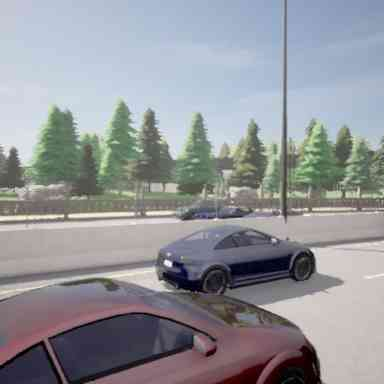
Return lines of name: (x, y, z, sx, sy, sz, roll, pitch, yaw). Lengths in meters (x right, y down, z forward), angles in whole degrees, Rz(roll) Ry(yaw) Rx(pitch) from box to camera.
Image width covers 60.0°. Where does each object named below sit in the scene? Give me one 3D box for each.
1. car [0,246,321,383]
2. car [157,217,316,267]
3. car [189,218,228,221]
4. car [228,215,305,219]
car: (-0.726, 1.555, 3.045, 4.181, 1.385, 1.994, 0, 0, -34)
car: (1.180, 1.549, 8.414, 4.181, 1.385, 1.994, 0, 0, -31)
car: (2.510, 1.563, 21.422, 4.718, 1.301, 1.895, 0, 0, -27)
car: (4.458, 1.537, 18.450, 4.181, 1.385, 1.994, 0, 0, -26)
